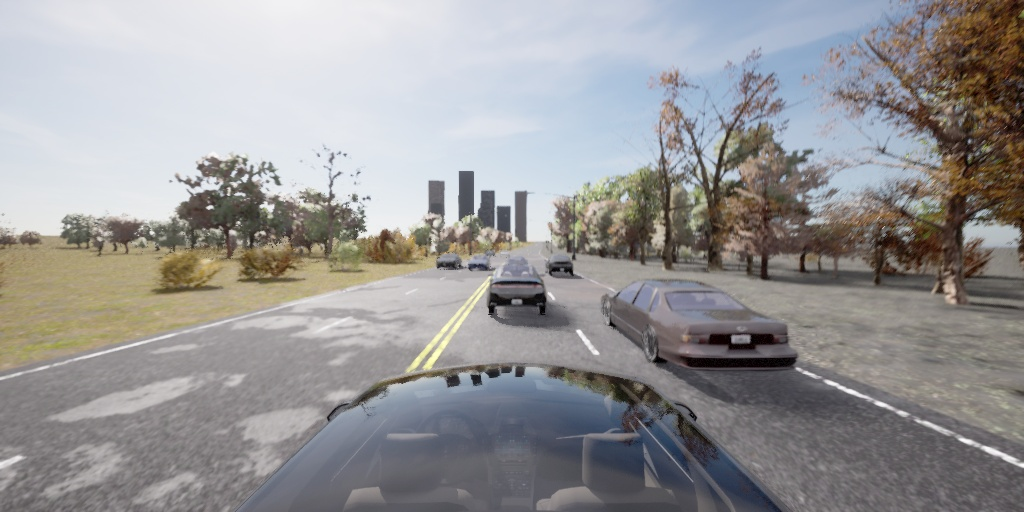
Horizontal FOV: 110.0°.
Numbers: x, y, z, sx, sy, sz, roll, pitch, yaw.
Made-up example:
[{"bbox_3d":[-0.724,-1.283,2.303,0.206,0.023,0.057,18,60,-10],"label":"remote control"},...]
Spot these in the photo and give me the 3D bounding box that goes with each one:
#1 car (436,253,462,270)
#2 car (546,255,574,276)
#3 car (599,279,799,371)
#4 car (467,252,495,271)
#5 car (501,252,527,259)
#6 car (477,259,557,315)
[{"bbox_3d":[-6.193,0.483,35.701,1.882,1.535,5.008,0,1,1],"label":"car"},{"bbox_3d":[3.613,0.667,27.896,1.837,1.490,4.892,1,1,1],"label":"car"},{"bbox_3d":[3.375,1.200,7.783,2.033,1.411,5.357,0,2,0],"label":"car"},{"bbox_3d":[-2.990,0.596,33.853,2.033,1.411,5.357,0,1,1],"label":"car"},{"bbox_3d":[0.358,0.692,28.336,1.994,1.385,4.181,0,2,1],"label":"car"},{"bbox_3d":[0.161,1.036,12.610,2.128,1.511,4.902,0,1,1],"label":"car"}]
